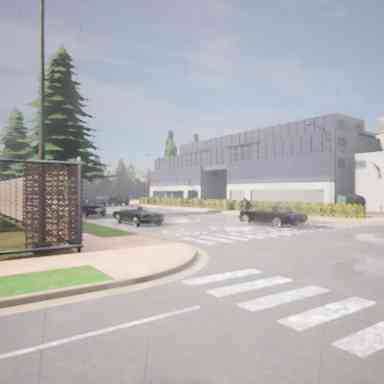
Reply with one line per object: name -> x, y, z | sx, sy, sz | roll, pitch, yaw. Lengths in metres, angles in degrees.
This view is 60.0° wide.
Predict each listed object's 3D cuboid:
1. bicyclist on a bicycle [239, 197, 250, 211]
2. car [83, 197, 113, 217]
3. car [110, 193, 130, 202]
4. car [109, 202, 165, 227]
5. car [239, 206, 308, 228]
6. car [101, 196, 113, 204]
bicyclist on a bicycle -> 5.691, 1.321, 35.674 | 1.656, 1.620, 0.582 | 0, 0, -35
car -> -9.686, 1.509, 31.506 | 2.128, 1.511, 4.902 | 0, 0, -35
car -> -11.827, 1.241, 53.574 | 2.150, 2.045, 5.566 | 0, 0, -30
car -> -3.797, 1.619, 23.129 | 1.895, 1.301, 4.718 | 0, 0, -35
car -> 5.357, 1.620, 22.719 | 1.895, 1.301, 4.718 | 0, 0, -35
car -> -16.132, 1.511, 63.362 | 2.128, 1.511, 4.902 | 0, 0, -12
